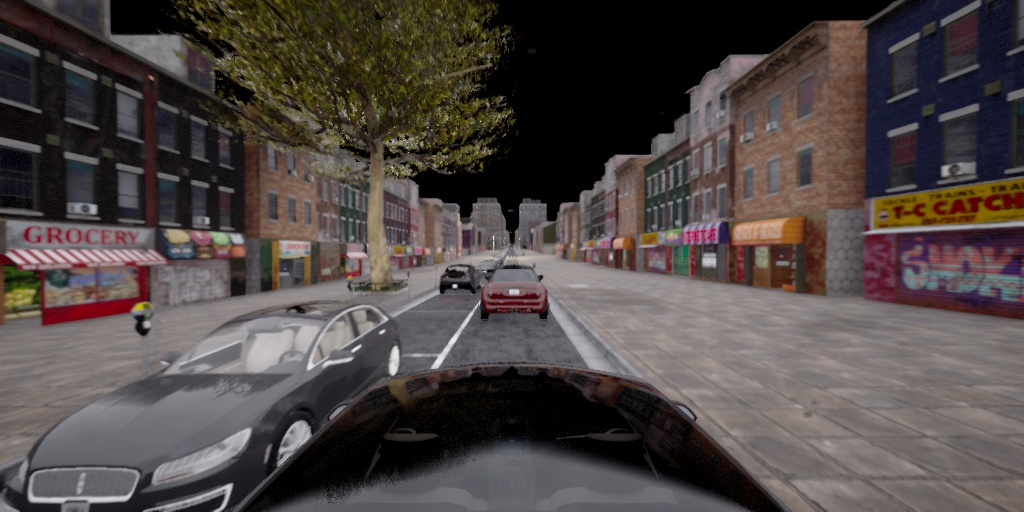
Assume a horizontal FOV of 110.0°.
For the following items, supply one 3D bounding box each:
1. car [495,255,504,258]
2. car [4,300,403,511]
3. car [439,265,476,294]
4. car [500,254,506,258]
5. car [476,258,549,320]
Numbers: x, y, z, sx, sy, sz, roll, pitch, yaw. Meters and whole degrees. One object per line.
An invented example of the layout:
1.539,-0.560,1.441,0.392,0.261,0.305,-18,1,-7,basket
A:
-2.644,0.901,59.735,1.802,1.307,4.207,0,0,0,car
-2.639,1.296,4.356,2.007,1.370,4.403,0,0,0,car
-2.753,1.198,19.733,1.837,1.490,4.892,0,0,0,car
-2.645,0.786,65.267,1.948,1.339,4.313,0,0,0,car
0.078,1.072,12.687,2.097,1.767,4.553,0,0,0,car
